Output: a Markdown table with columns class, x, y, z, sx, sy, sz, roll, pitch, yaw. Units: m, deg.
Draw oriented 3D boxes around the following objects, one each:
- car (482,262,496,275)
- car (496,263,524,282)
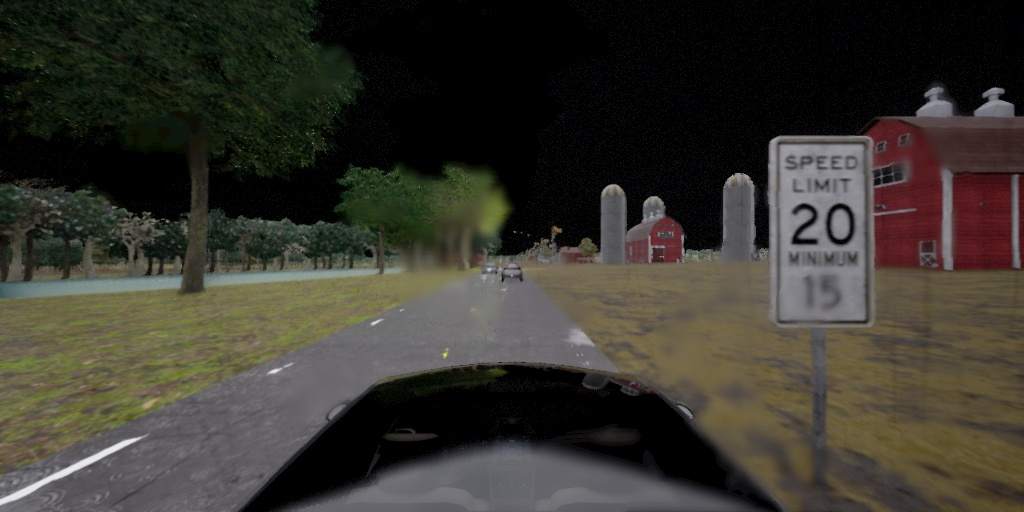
| class | x | y | z | sx | sy | sz | roll | pitch | yaw |
| --- | --- | --- | --- | --- | --- | --- | --- | --- | --- |
| car | -2.744 | 1.569 | 45.873 | 2.128 | 1.511 | 4.902 | 0 | -1 | 0 |
| car | 0.015 | 1.393 | 31.298 | 2.128 | 1.511 | 4.902 | 0 | -1 | 0 |
